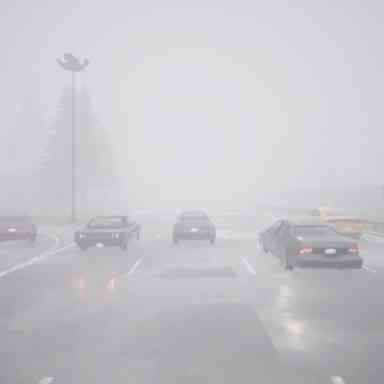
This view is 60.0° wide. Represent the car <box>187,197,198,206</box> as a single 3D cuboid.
[{"bbox_3d":[0.011,1.790,63.346,1.837,1.490,4.892,0,0,0],"label":"car"}]

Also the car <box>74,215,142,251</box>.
[{"bbox_3d":[-3.399,1.666,14.468,1.895,1.301,4.718,0,0,0],"label":"car"}]

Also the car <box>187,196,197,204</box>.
[{"bbox_3d":[0.012,1.743,72.937,2.128,1.511,4.902,0,0,0],"label":"car"}]

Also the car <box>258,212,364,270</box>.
[{"bbox_3d":[3.599,1.598,11.142,2.033,1.411,5.357,0,0,0],"label":"car"}]

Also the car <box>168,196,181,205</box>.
[{"bbox_3d":[-3.489,1.888,63.792,1.895,1.301,4.718,0,0,0],"label":"car"}]

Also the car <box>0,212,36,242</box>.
[{"bbox_3d":[-8.736,1.637,16.214,1.994,1.385,4.181,0,0,-28],"label":"car"}]

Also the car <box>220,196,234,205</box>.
[{"bbox_3d":[7.011,1.816,64.595,1.812,1.442,4.674,0,0,0],"label":"car"}]

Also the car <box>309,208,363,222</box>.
[{"bbox_3d":[7.102,1.557,17.630,1.882,1.535,5.008,0,0,0],"label":"car"}]

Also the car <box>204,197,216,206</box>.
[{"bbox_3d":[3.511,1.763,63.345,1.882,1.535,5.008,0,0,0],"label":"car"}]

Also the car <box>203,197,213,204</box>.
[{"bbox_3d":[3.512,1.757,72.937,2.033,1.411,5.357,0,0,0],"label":"car"}]

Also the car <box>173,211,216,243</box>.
[{"bbox_3d":[0.101,1.639,16.568,1.994,1.385,4.181,0,0,0],"label":"car"}]

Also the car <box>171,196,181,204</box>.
[{"bbox_3d":[-3.487,1.746,73.771,1.837,1.490,4.892,0,0,0],"label":"car"}]
